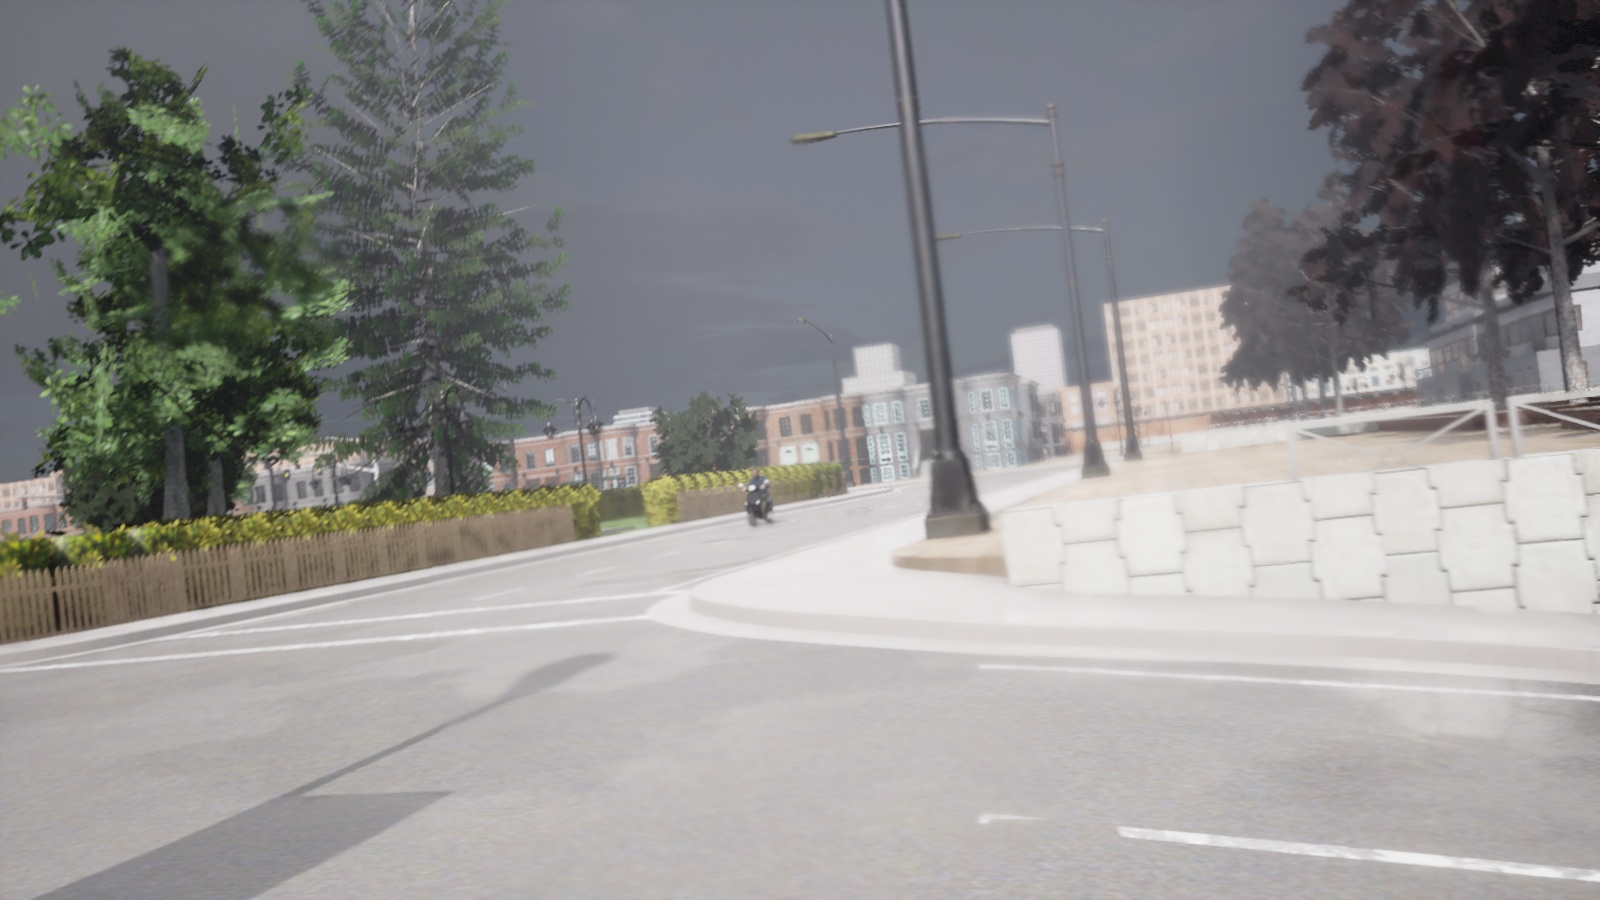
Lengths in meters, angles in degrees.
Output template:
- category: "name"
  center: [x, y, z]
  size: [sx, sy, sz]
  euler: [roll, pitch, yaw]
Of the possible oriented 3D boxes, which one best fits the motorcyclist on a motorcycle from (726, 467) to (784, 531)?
- category: "motorcyclist on a motorcycle"
  center: [-1.222, 1.335, 34.579]
  size: [0.866, 1.590, 1.817]
  euler: [-7, -1, 18]
